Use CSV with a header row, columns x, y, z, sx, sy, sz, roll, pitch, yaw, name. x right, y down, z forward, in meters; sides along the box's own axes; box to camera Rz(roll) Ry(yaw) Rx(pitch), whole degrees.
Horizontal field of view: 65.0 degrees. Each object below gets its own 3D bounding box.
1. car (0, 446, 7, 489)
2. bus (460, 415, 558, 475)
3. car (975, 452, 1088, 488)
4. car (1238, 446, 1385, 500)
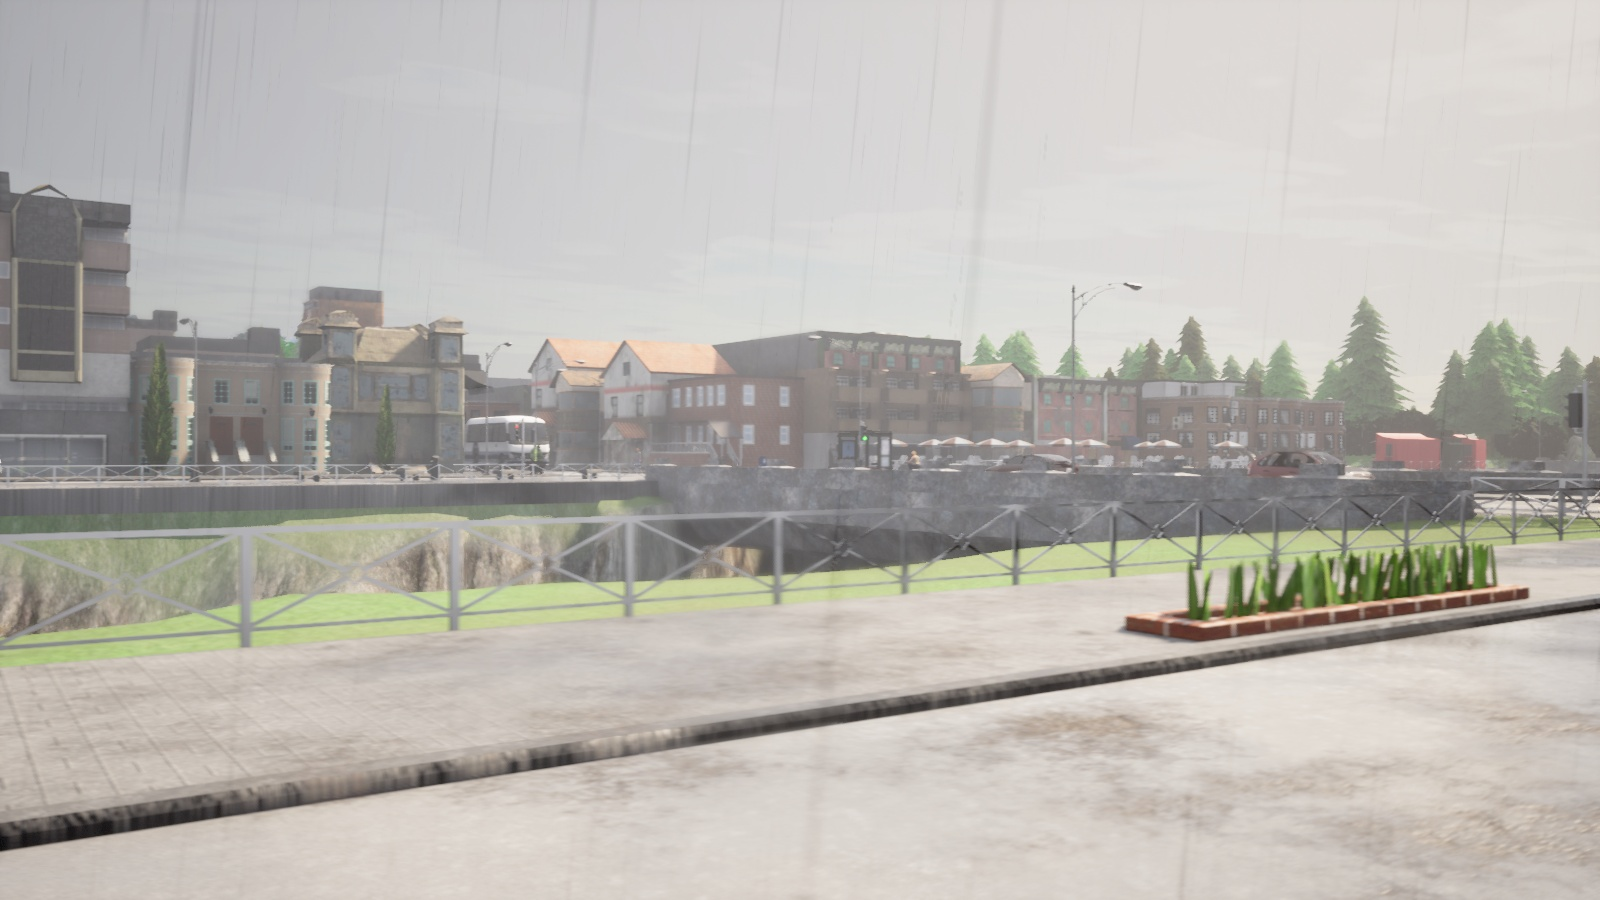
x,y,z,sx,sy,sz,roll,pitch,yaw,name
-36.782,0.771,53.862,4.605,1.855,1.932,0,0,-35,car
-22.181,-0.351,95.184,3.944,4.253,10.273,0,0,-33,bus
10.190,0.860,55.662,2.163,1.488,4.792,0,0,-35,car
16.228,0.707,40.001,1.851,1.617,3.988,0,0,-35,car
